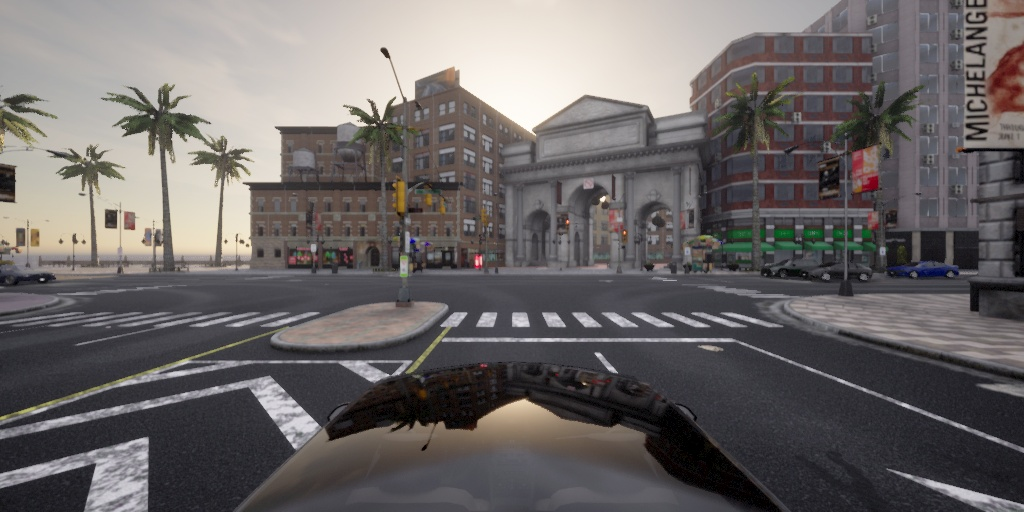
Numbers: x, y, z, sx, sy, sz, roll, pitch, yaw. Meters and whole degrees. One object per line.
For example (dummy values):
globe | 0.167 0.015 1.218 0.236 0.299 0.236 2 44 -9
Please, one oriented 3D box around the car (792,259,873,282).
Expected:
car | 25.714 1.246 28.552 4.892 1.490 1.837 0 0 1

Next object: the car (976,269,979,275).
car | 39.908 1.218 28.219 5.008 1.535 1.882 0 0 3

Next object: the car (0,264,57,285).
car | -35.828 1.288 25.337 5.357 1.411 2.033 0 0 0

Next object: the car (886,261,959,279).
car | 36.362 1.217 31.850 5.008 1.535 1.882 -1 0 2

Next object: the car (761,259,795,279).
car | 24.919 1.090 32.057 4.553 1.767 2.097 0 0 1
